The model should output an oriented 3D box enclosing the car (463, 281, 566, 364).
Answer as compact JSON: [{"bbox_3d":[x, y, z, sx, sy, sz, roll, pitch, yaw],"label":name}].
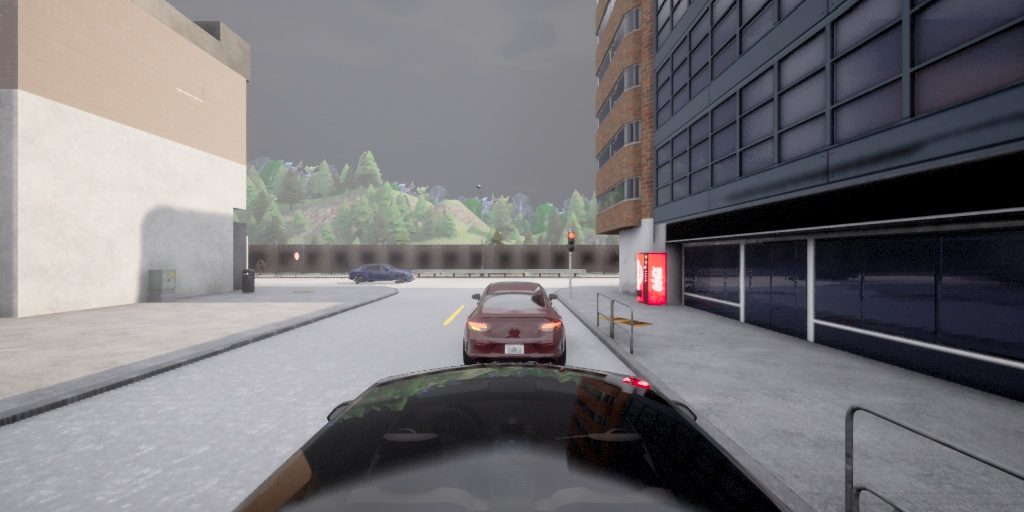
[{"bbox_3d":[0.059,1.276,7.844,1.812,1.442,4.674,0,0,1],"label":"car"}]

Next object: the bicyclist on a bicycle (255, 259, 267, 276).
[{"bbox_3d":[-24.184,1.099,34.517,0.582,1.620,1.656,0,0,0],"label":"bicyclist on a bicycle"}]

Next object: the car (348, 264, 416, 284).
[{"bbox_3d":[-9.405,1.275,26.106,4.674,1.442,1.812,0,0,0],"label":"car"}]
